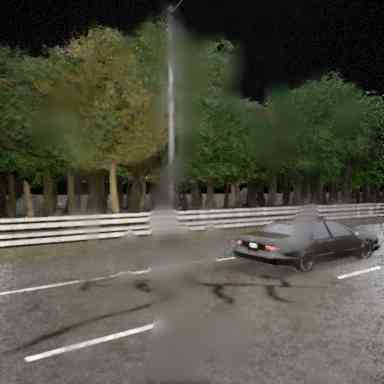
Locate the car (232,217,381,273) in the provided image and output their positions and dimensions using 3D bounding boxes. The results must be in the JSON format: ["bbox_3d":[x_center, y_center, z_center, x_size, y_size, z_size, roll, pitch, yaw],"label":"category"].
[{"bbox_3d":[3.787,1.516,10.599,5.357,1.411,2.033,0,0,-34],"label":"car"}]
